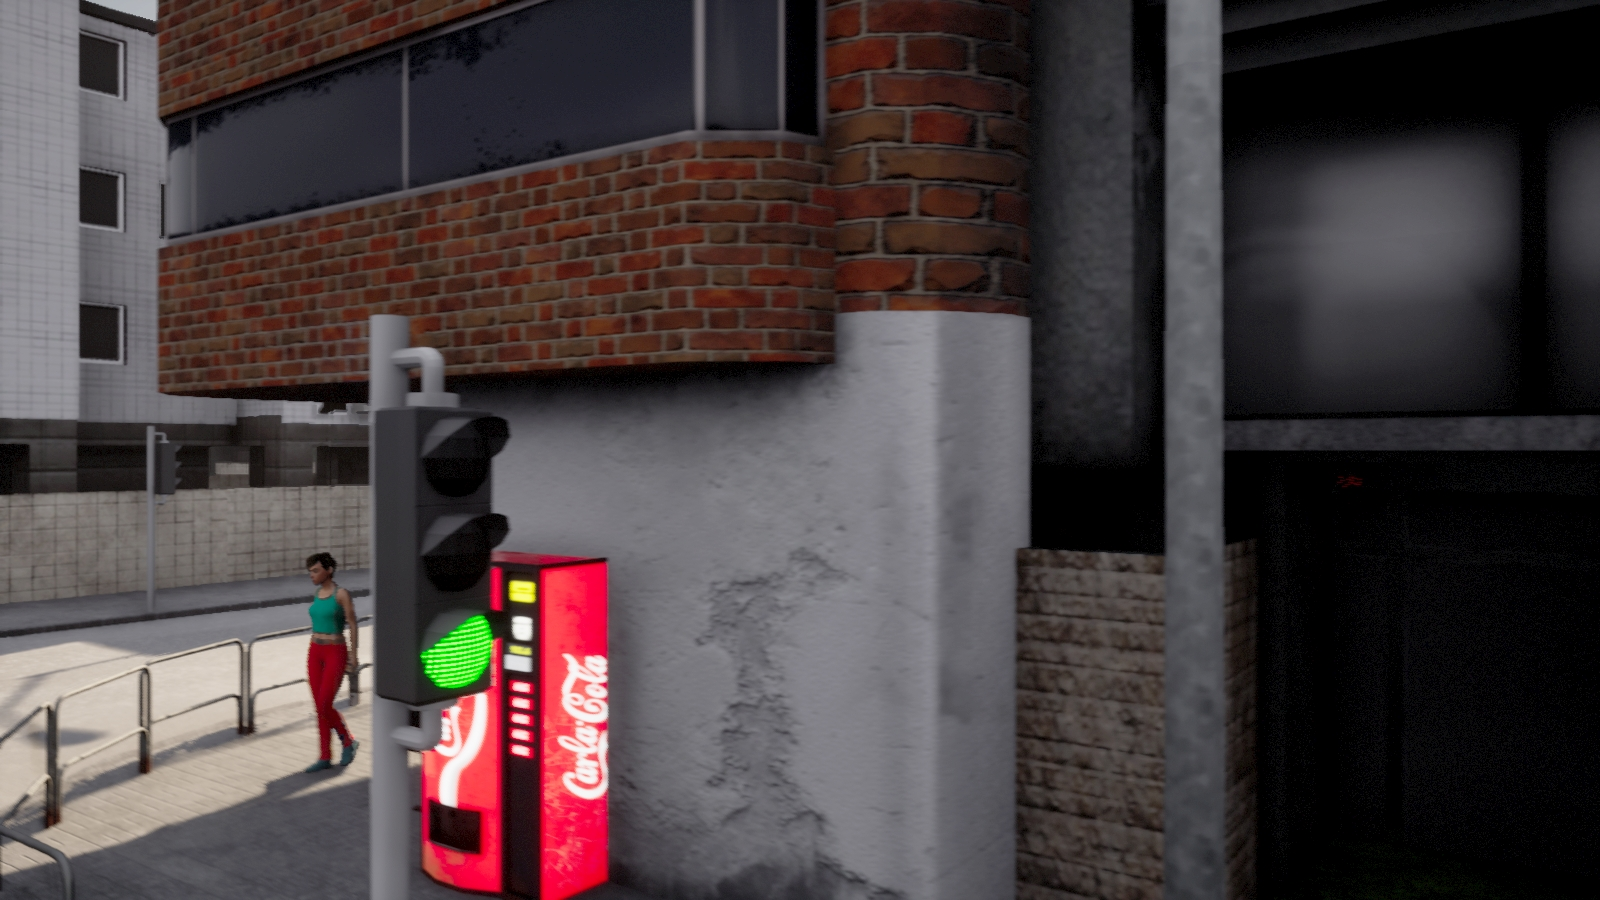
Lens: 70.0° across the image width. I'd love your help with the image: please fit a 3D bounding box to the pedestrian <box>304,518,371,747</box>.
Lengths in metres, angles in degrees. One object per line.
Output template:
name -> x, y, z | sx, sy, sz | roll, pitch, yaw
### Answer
pedestrian -> -3.926, 1.523, 9.702 | 0.375, 1.860, 0.375 | 0, 0, 27
